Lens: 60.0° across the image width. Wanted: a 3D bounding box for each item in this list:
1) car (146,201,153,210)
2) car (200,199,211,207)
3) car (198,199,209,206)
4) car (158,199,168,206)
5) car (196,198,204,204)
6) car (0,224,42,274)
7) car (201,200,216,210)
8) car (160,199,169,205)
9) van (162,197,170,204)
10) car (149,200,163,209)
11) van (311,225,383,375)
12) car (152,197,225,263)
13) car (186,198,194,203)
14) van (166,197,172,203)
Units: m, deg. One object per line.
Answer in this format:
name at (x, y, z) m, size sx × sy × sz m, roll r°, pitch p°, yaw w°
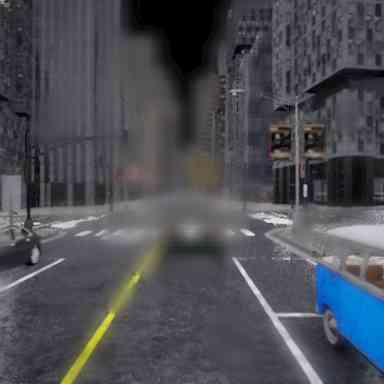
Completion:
car at (-5.985, 2.025, 51.468) m, size 2.008 × 1.369 × 4.403 m, roll 0°, pitch -1°, yaw -1°
car at (2.435, 2.123, 62.435) m, size 1.887 × 1.381 × 4.507 m, roll 0°, pitch -1°, yaw -1°
car at (2.383, 2.181, 67.879) m, size 2.008 × 1.369 × 4.403 m, roll 0°, pitch -1°, yaw -1°
car at (-6.173, 2.226, 71.030) m, size 1.947 × 1.339 × 4.313 m, roll 0°, pitch -1°, yaw -1°
car at (2.186, 2.395, 88.328) m, size 1.947 × 1.339 × 4.313 m, roll 0°, pitch -1°, yaw -1°
car at (-5.769, 1.636, 9.287) m, size 2.008 × 1.369 × 4.403 m, roll 0°, pitch -1°, yaw 0°
car at (2.540, 2.026, 51.547) m, size 2.008 × 1.369 × 4.403 m, roll 0°, pitch -1°, yaw -1°
car at (-6.224, 2.236, 76.274) m, size 1.752 × 1.417 × 4.829 m, roll 0°, pitch -1°, yaw -1°
van at (-6.278, 2.106, 81.858) m, size 1.690 × 1.788 × 3.998 m, roll 0°, pitch -1°, yaw -1°
car at (-6.033, 2.072, 56.460) m, size 2.008 × 1.369 × 4.403 m, roll 0°, pitch -1°, yaw -1°
van at (2.759, 1.377, 3.783) m, size 1.690 × 1.788 × 3.998 m, roll 0°, pitch -1°, yaw 0°
car at (0.023, 1.341, 12.594) m, size 2.150 × 2.045 × 5.566 m, roll 0°, pitch 0°, yaw 1°
car at (-0.598, 2.251, 90.709) m, size 1.994 × 1.385 × 4.181 m, roll 0°, pitch -1°, yaw -1°
van at (-6.382, 2.213, 92.684) m, size 1.690 × 1.788 × 3.998 m, roll 0°, pitch -1°, yaw -1°
